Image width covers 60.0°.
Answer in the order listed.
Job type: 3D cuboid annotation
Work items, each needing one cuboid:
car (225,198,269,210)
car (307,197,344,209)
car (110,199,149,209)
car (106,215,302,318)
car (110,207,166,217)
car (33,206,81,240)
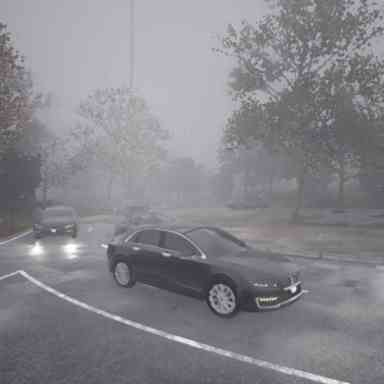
[{"bbox_3d":[6.801,1.475,41.213,5.357,1.411,2.033,-1,0,-18],"label":"car"},{"bbox_3d":[17.913,1.402,44.977,4.553,1.767,2.097,1,0,13],"label":"car"},{"bbox_3d":[-6.141,1.492,33.134,2.128,1.511,4.902,0,0,27],"label":"car"},{"bbox_3d":[0.001,1.506,7.573,4.892,1.490,1.837,0,0,41],"label":"car"},{"bbox_3d":[-1.753,1.564,13.944,1.994,1.385,4.181,0,0,-32],"label":"car"},{"bbox_3d":[-6.912,1.505,17.246,1.837,1.490,4.892,0,0,-17],"label":"car"}]
